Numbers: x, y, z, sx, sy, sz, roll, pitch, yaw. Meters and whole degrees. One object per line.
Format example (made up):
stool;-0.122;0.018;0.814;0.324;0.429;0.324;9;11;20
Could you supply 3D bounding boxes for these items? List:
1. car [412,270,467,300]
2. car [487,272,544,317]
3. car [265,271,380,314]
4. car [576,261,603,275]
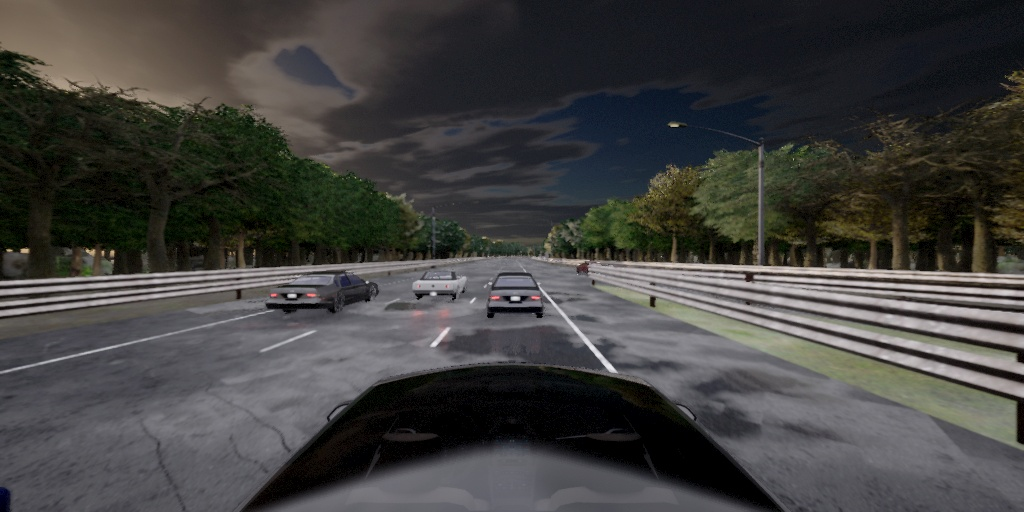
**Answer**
car;-3.401;1.352;17.770;1.895;1.301;4.718;0;0;0
car;0.099;1.298;13.050;2.033;1.411;5.357;0;0;0
car;-6.902;1.298;13.763;2.033;1.411;5.357;0;0;0
car;8.707;1.332;40.300;1.812;1.442;4.674;0;0;-11
